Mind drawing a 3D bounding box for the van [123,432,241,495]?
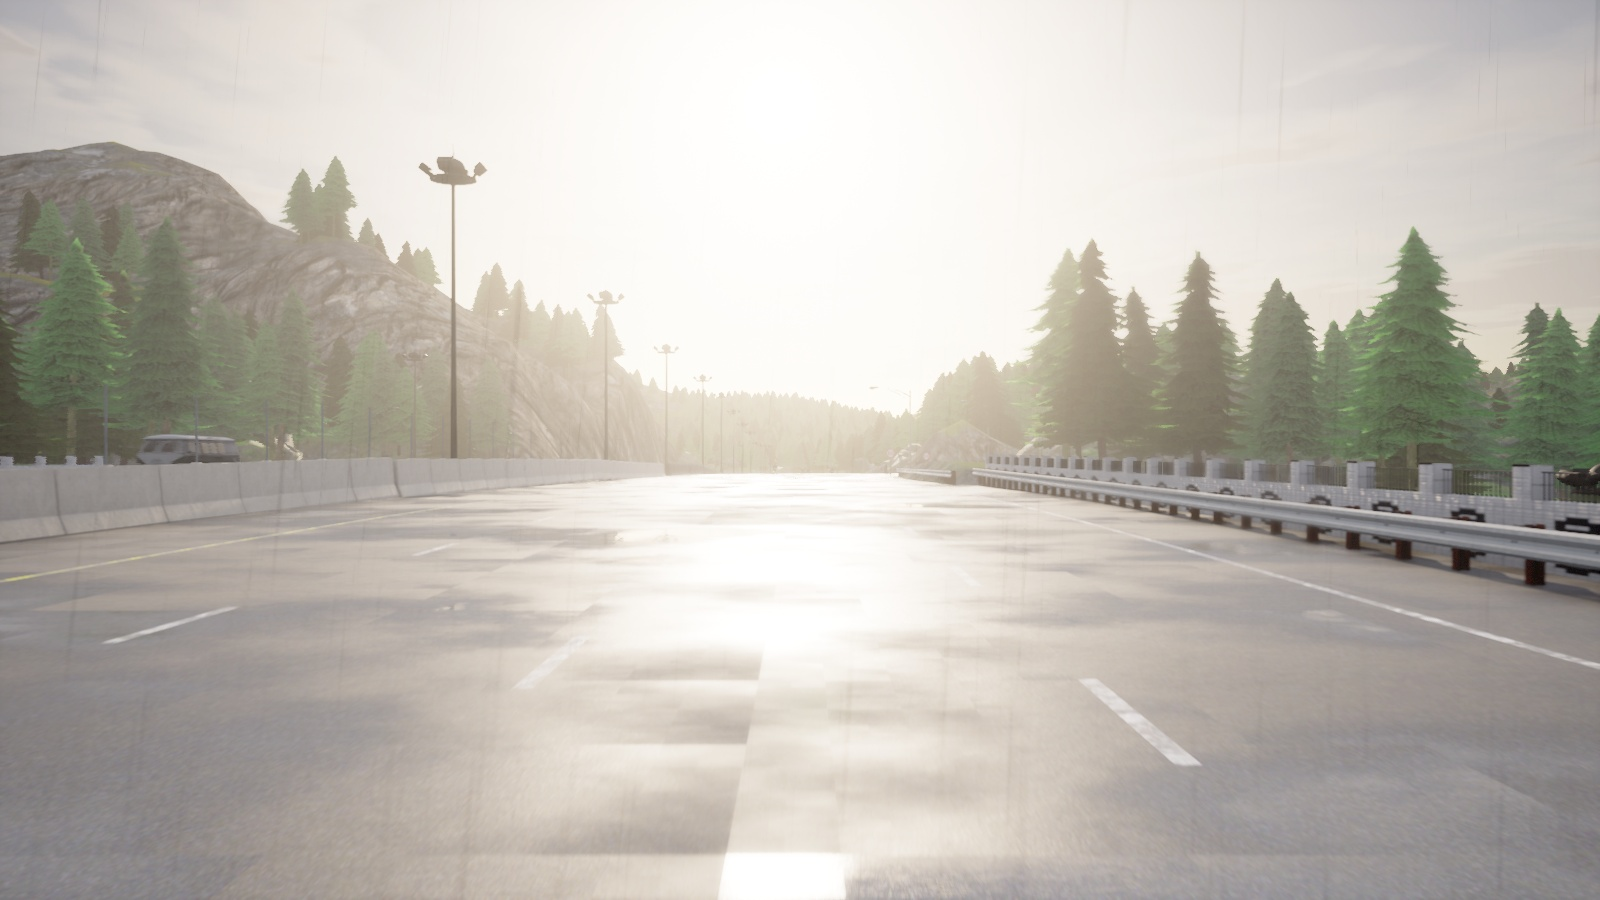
[{"bbox_3d":[-20.744,0.453,42.365,1.775,1.987,4.442,0,-1,0],"label":"van"}]
